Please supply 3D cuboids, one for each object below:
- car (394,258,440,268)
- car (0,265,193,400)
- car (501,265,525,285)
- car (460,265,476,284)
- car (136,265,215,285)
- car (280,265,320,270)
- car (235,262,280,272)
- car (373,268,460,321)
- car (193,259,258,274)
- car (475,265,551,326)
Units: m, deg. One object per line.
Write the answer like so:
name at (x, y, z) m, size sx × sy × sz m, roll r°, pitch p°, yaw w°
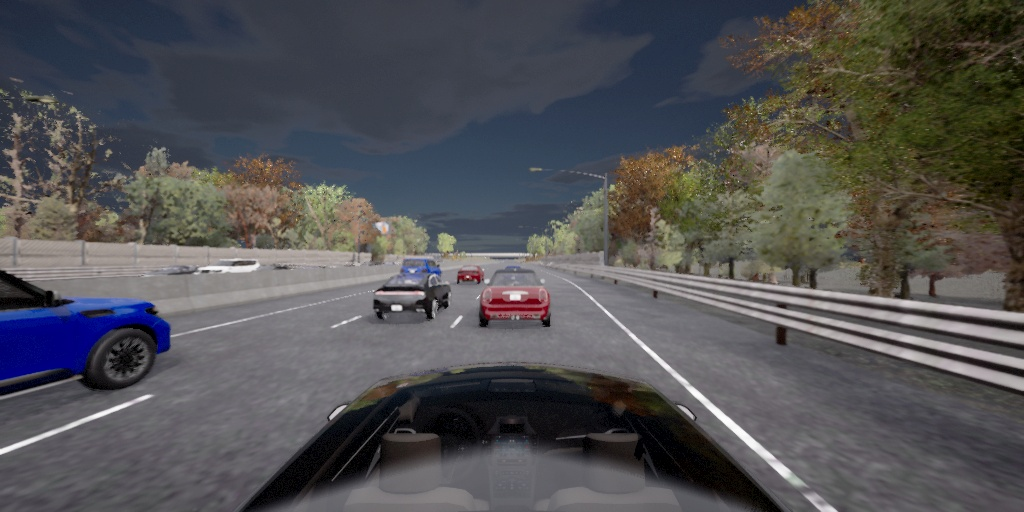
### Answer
car at (-6.901, 1.214, 27.554) m, size 2.150 × 2.045 × 5.566 m, roll 0°, pitch -1°, yaw 0°
car at (-6.926, 0.992, 3.729) m, size 2.150 × 2.045 × 5.566 m, roll 0°, pitch 0°, yaw 0°
car at (0.100, 1.538, 29.538) m, size 1.812 × 1.442 × 4.674 m, roll 0°, pitch -1°, yaw 0°
car at (-3.401, 1.496, 30.113) m, size 1.882 × 1.535 × 5.008 m, roll 0°, pitch -1°, yaw 0°
car at (-27.927, 1.509, 30.049) m, size 2.128 × 1.511 × 4.902 m, roll 0°, pitch -1°, yaw -1°
car at (-17.593, 1.592, 31.098) m, size 1.994 × 1.385 × 4.181 m, roll 0°, pitch -1°, yaw 0°
car at (-21.092, 1.534, 31.223) m, size 1.837 × 1.490 × 4.892 m, roll 0°, pitch -1°, yaw 0°
car at (-3.402, 1.345, 13.016) m, size 2.128 × 1.511 × 4.902 m, roll 0°, pitch -1°, yaw 0°
car at (-24.594, 1.251, 31.413) m, size 2.150 × 2.045 × 5.566 m, roll 0°, pitch 0°, yaw 0°
car at (0.096, 1.199, 12.208) m, size 2.097 × 1.767 × 4.553 m, roll 0°, pitch -1°, yaw 0°
